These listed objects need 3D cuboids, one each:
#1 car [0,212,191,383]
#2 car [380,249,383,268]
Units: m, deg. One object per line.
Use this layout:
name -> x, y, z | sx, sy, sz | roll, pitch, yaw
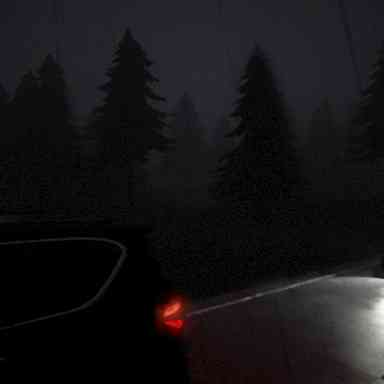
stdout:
car -> -2.612, 1.231, 2.105 | 5.566, 2.045, 2.150 | -1, 0, -36
car -> 6.908, 1.465, 9.020 | 4.181, 1.385, 1.994 | -1, 0, -37
